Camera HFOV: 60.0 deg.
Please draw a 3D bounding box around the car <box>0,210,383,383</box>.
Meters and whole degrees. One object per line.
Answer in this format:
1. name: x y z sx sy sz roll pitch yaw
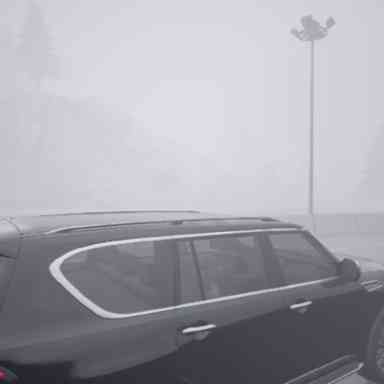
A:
1. car: 0.328 1.247 3.858 5.566 2.045 2.150 0 0 -34
